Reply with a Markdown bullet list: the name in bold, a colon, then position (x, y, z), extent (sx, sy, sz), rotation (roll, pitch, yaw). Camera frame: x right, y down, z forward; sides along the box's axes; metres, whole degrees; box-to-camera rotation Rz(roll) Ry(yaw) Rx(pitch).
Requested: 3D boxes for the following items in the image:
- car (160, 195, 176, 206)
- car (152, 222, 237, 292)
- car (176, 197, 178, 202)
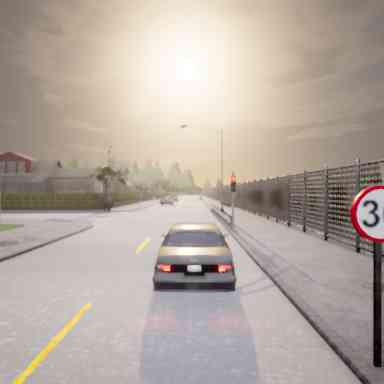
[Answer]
- **car**: position (-3.984, 1.453, 52.684), extent (1.895, 1.301, 4.718), rotation (0, 0, 0)
- **car**: position (0.070, 1.522, 8.966), extent (2.033, 1.411, 5.357), rotation (0, 0, 1)
- **car**: position (-3.880, 1.368, 68.239), extent (1.994, 1.385, 4.181), rotation (0, 0, 0)
